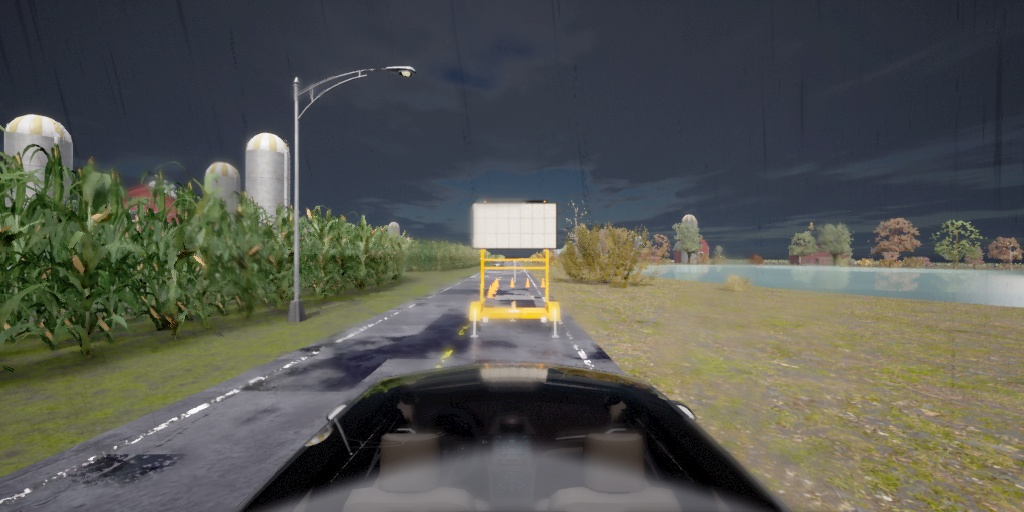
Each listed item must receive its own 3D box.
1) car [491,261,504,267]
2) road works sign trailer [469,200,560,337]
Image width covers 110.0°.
[{"bbox_3d":[-2.272,1.325,58.010,2.128,1.511,4.902,0,0,0],"label":"car"},{"bbox_3d":[0.081,0.217,10.239,2.380,3.560,2.880,0,0,0],"label":"road works sign trailer"}]
